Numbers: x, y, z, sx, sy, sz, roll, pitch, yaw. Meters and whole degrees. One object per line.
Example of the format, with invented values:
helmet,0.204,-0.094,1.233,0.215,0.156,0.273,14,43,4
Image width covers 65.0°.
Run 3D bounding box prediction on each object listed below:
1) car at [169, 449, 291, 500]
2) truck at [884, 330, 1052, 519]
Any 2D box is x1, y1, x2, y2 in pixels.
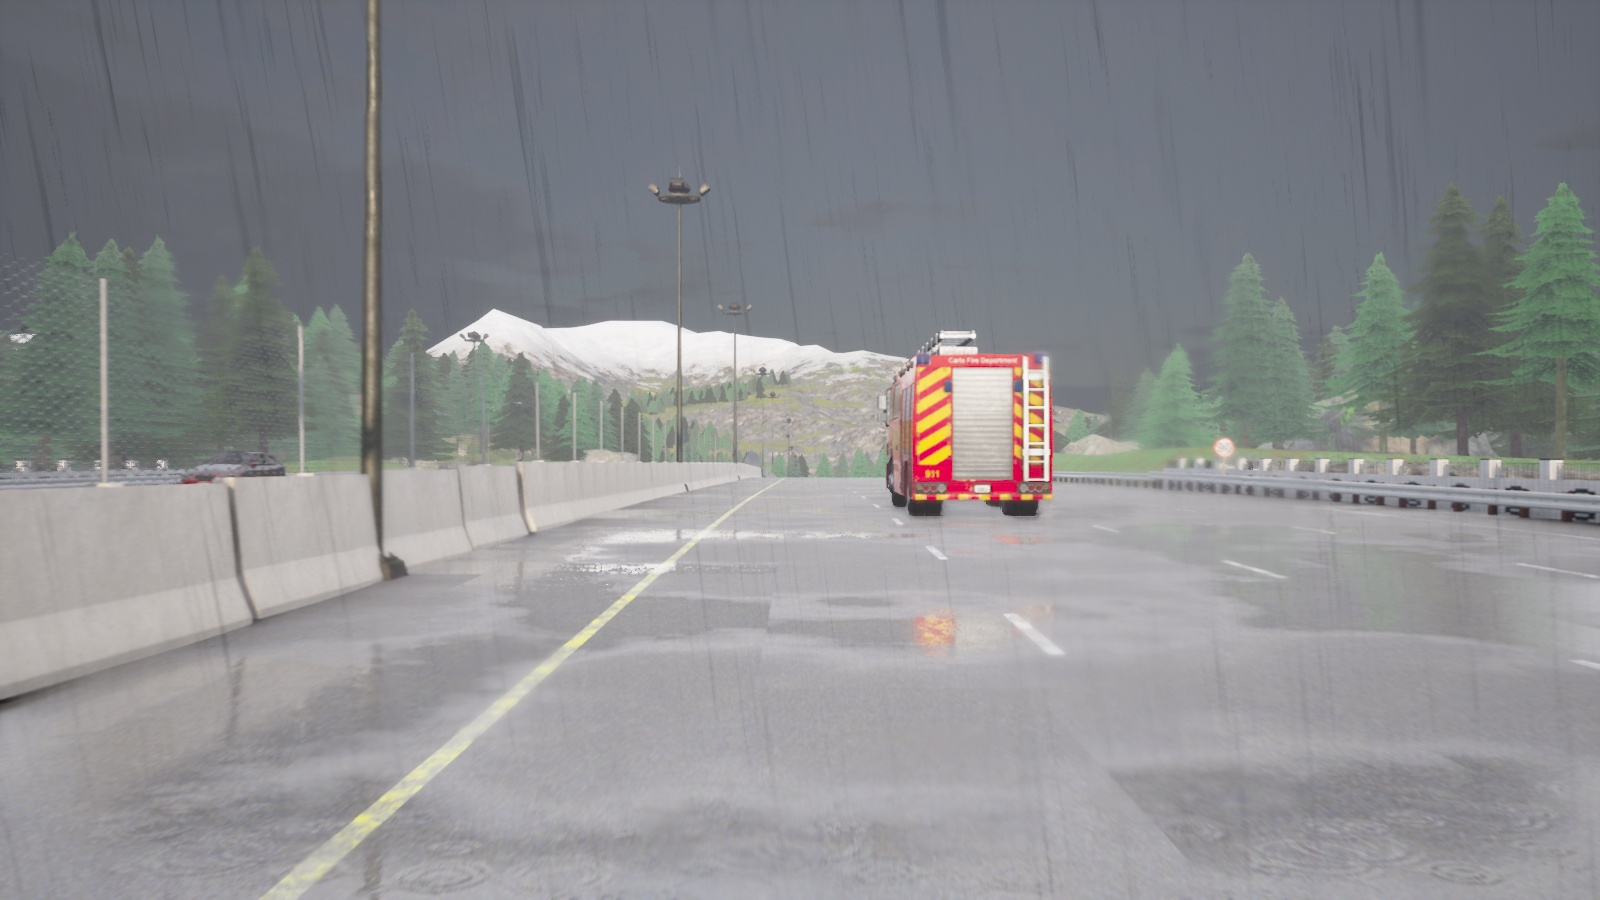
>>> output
car,-17.267,0.726,38.268,1.816,1.474,4.193,0,-1,0
truck,3.685,-0.493,29.648,2.891,3.827,8.468,0,0,0
